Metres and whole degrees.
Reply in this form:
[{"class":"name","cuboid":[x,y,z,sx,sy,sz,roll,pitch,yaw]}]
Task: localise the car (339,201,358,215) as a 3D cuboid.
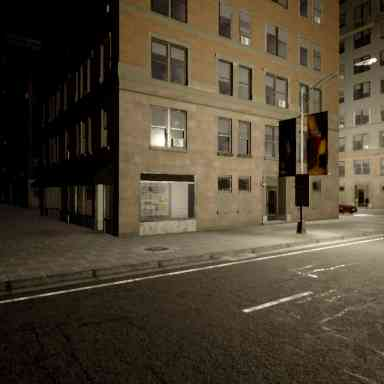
[{"class":"car","cuboid":[14.709,1.547,34.271,1.994,1.385,4.181,0,0,-35]}]
